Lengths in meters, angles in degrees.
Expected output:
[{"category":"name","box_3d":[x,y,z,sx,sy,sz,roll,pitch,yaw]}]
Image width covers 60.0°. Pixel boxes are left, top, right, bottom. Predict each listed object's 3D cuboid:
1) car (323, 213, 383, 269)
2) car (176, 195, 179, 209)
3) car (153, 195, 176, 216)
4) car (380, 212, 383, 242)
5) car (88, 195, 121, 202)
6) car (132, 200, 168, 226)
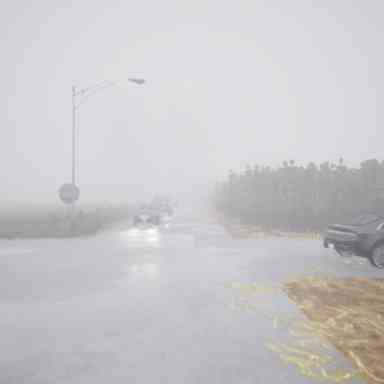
[{"category":"car","box_3d":[6.635,1.428,10.444,4.902,1.511,2.128,0,-1,-8]},{"category":"car","box_3d":[-3.119,1.420,49.971,2.150,2.045,5.566,0,0,0]},{"category":"car","box_3d":[-3.200,1.404,35.513,2.150,2.045,5.566,0,0,0]},{"category":"car","box_3d":[10.695,1.548,13.749,4.718,1.301,1.895,0,0,2]},{"category":"car","box_3d":[-16.258,1.736,63.292,5.357,1.411,2.033,0,0,0]},{"category":"car","box_3d":[-3.199,1.617,24.806,2.128,1.511,4.902,0,0,0]}]
